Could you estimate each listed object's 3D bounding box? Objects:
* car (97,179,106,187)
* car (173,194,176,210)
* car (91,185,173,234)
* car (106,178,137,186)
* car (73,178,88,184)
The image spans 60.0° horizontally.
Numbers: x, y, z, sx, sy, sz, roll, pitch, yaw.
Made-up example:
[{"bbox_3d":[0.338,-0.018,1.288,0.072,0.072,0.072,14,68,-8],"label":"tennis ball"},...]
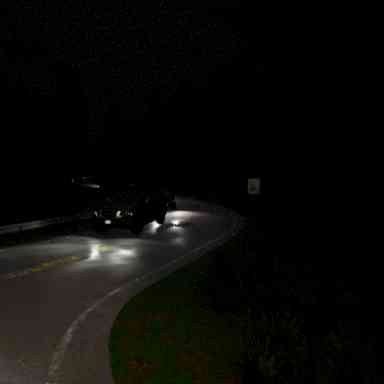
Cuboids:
[{"bbox_3d":[-10.609,-1.101,44.293,5.357,1.411,2.033,7,5,44],"label":"car"},{"bbox_3d":[-2.538,0.546,27.407,1.812,1.442,4.674,0,5,-14],"label":"car"},{"bbox_3d":[-3.058,0.868,17.535,2.150,2.045,5.566,0,3,15],"label":"car"},{"bbox_3d":[-6.985,-0.449,36.402,1.882,1.535,5.008,0,6,-44],"label":"car"},{"bbox_3d":[-17.534,-2.162,52.324,2.128,1.511,4.902,1,5,-24],"label":"car"}]
